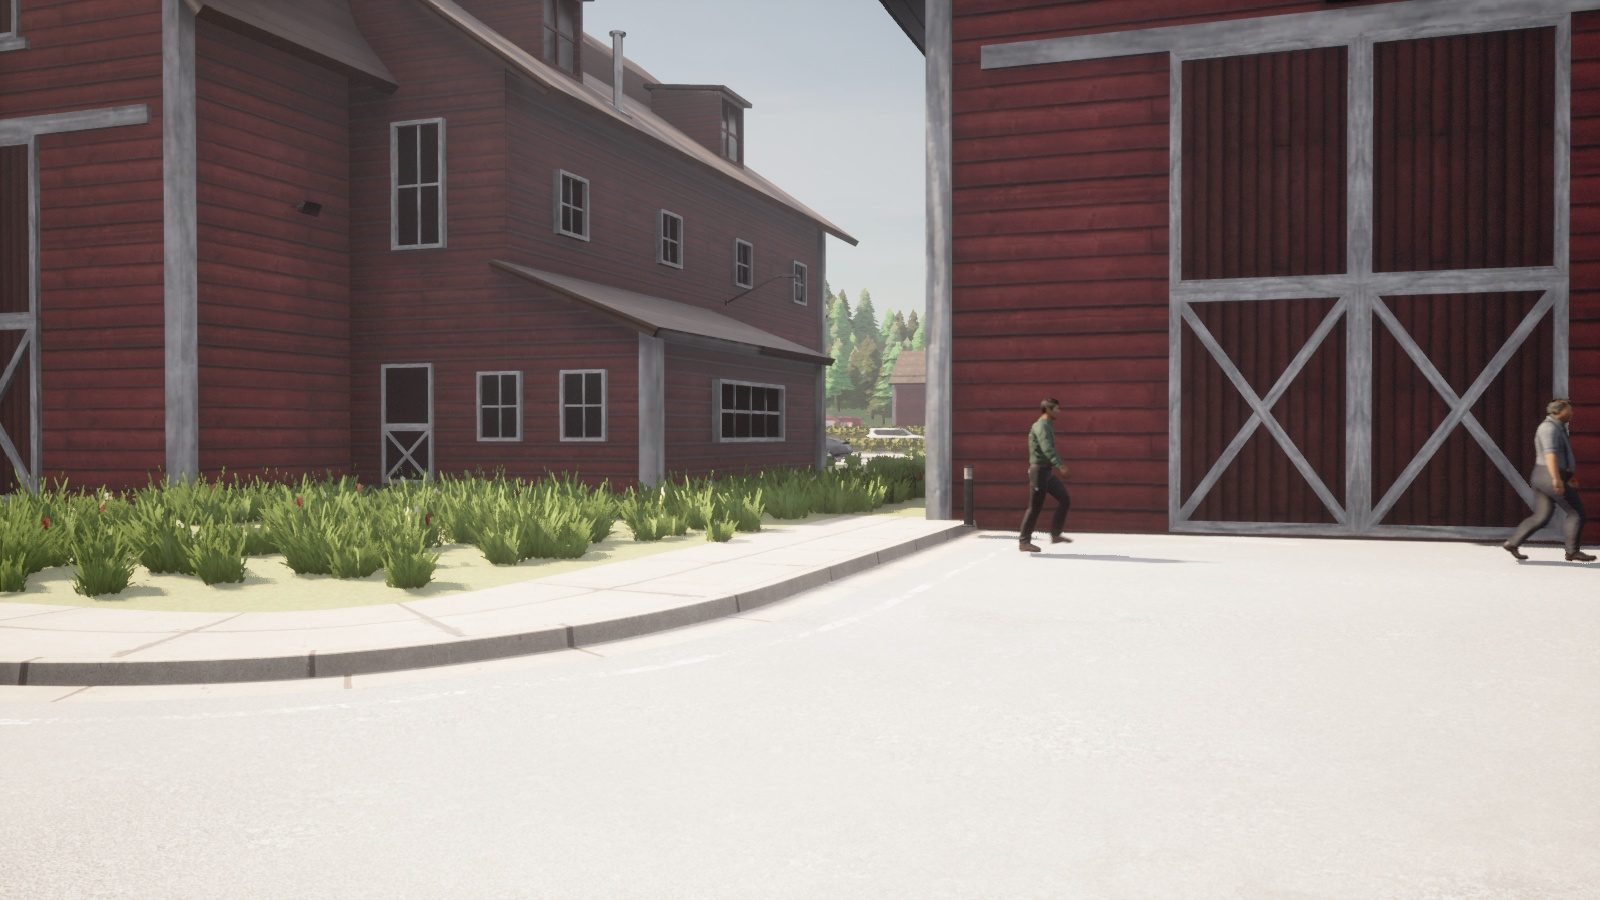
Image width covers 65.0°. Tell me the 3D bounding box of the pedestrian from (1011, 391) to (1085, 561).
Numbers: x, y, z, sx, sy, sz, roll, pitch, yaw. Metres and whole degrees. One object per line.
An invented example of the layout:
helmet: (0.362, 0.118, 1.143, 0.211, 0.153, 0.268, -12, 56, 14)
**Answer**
pedestrian: (2.905, 0.296, 14.703, 0.788, 1.949, 0.423, 1, 1, 18)

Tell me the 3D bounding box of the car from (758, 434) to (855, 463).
car: (0.370, -0.111, 69.436, 4.902, 1.511, 2.128, 1, 1, 19)

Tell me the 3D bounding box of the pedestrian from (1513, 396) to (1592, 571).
pedestrian: (8.201, 0.345, 13.679, 0.694, 1.848, 0.540, 1, 1, 33)
